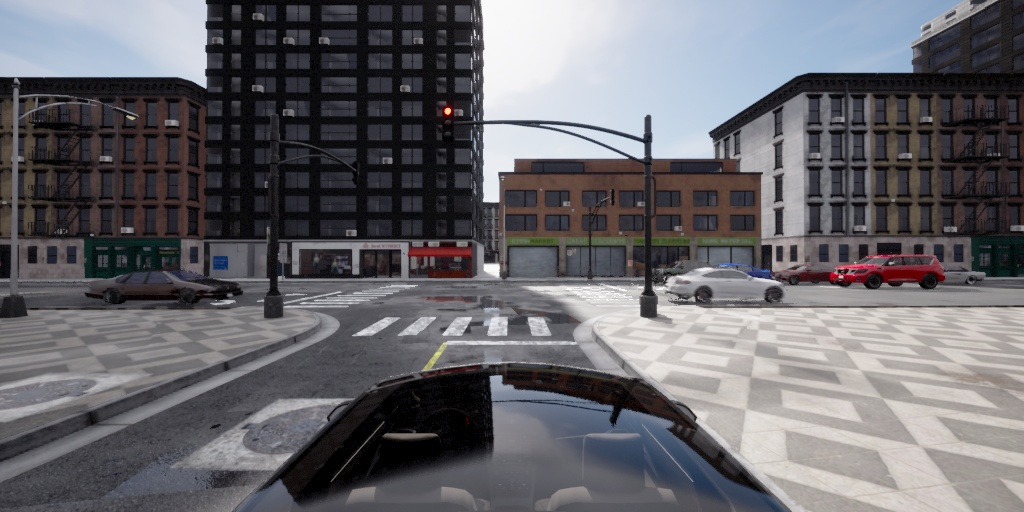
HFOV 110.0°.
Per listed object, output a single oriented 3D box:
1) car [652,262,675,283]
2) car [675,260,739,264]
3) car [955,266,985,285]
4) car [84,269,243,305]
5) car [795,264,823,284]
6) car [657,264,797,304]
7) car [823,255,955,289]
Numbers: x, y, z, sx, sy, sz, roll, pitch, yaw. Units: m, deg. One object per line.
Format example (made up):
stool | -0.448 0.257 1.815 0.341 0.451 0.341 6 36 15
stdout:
car | 11.966 1.117 25.302 4.553 1.767 2.097 0 0 0
car | 13.104 1.213 22.043 5.008 1.535 1.882 0 0 -2
car | 29.998 1.329 25.345 4.718 1.301 1.895 0 0 0
car | -14.682 1.283 15.267 5.357 1.411 2.033 0 0 0
car | 20.794 1.272 25.312 4.674 1.442 1.812 0 0 0
car | 9.022 1.215 15.340 4.674 1.442 1.812 0 0 0
car | 23.030 0.937 22.084 5.566 2.045 2.150 0 0 0
